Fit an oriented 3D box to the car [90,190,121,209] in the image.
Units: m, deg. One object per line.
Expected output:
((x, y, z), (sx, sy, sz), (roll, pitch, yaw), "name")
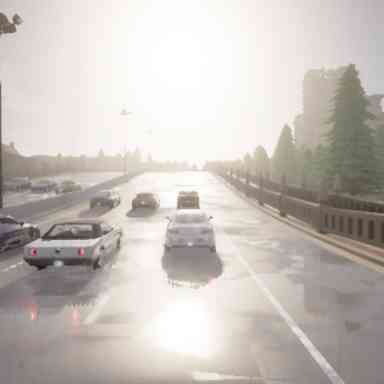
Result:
((-7.316, 0.559, 28.252), (1.812, 1.442, 4.674), (0, 5, -1), "car")

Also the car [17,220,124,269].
((-3.558, 1.562, 11.035), (1.895, 1.301, 4.718), (0, 1, -1), "car")

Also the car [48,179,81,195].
((-14.670, -0.641, 39.433), (2.128, 1.511, 4.902), (0, 7, -1), "car")

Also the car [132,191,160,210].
((-3.812, 0.617, 27.867), (1.994, 1.385, 4.181), (0, 5, -1), "car")

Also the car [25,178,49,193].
((-18.194, -0.856, 41.287), (1.882, 1.535, 5.008), (0, 7, -1), "car")

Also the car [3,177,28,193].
((-21.691, -0.957, 41.180), (2.097, 1.767, 4.553), (0, 7, -1), "car")

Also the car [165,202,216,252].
((-0.095, 1.409, 13.352), (1.812, 1.442, 4.674), (0, 2, -1), "car")

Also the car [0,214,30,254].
((-7.067, 1.491, 11.598), (1.812, 1.442, 4.674), (0, 2, -1), "car")

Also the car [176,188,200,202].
((-0.326, 0.416, 28.969), (1.882, 1.535, 5.008), (0, 5, -1), "car")
